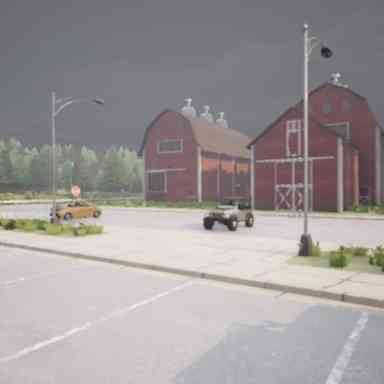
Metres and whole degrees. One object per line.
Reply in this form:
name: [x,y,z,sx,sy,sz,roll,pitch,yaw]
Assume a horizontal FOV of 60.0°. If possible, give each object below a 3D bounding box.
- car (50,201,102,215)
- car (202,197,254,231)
car: [-9.307,1.463,26.930,1.816,1.474,4.193,0,0,33]
car: [2.307,1.252,20.059,1.905,1.878,3.866,0,0,33]
